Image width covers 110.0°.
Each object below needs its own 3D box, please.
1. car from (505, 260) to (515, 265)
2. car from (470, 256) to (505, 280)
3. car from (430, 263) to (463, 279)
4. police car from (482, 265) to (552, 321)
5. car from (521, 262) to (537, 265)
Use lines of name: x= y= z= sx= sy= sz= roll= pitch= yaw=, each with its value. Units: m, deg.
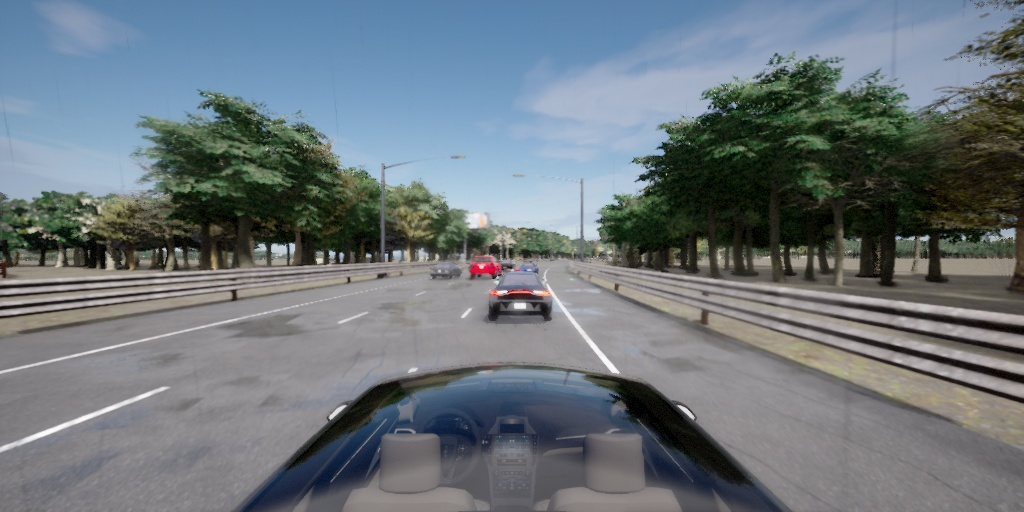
car: x=-0.640 y=1.292 z=48.147 sx=1.882 sy=1.535 sz=5.008 roll=0 pitch=0 yaw=7
car: x=-2.279 y=0.995 z=32.141 sx=2.150 sy=2.045 sz=5.566 roll=0 pitch=0 yaw=5
car: x=-5.791 y=1.315 z=32.146 sx=2.033 sy=1.411 sz=5.357 roll=0 pitch=0 yaw=5
police car: x=0.307 y=1.252 z=12.666 sx=2.038 sy=1.542 sz=4.974 roll=0 pitch=0 yaw=2
car: x=1.777 y=1.355 z=37.724 sx=1.994 sy=1.385 sz=4.181 roll=0 pitch=0 yaw=6
